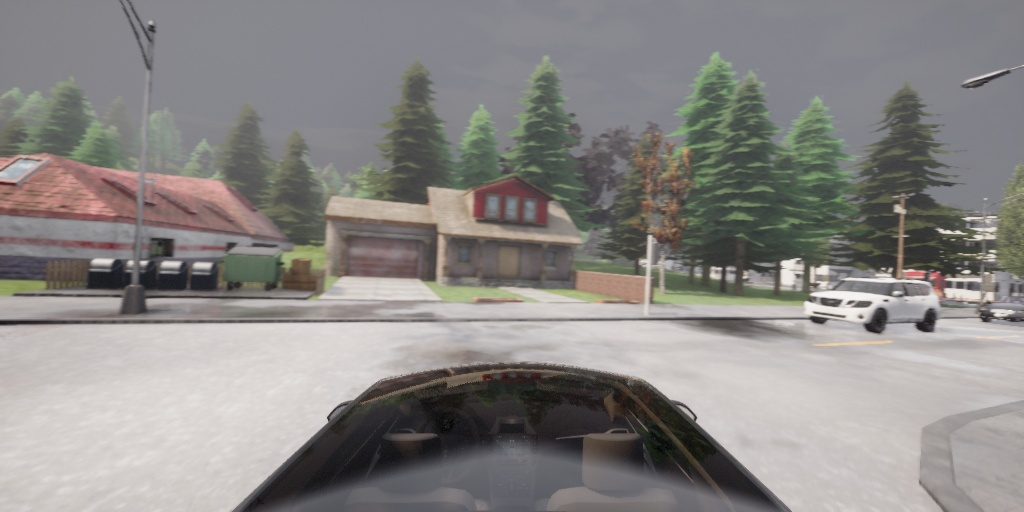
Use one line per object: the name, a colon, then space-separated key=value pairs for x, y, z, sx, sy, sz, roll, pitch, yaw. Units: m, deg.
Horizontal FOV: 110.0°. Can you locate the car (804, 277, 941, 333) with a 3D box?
car: x=14.804 y=1.911 z=14.701 sx=5.566 sy=2.045 sz=2.150 roll=3 pitch=-1 yaw=-19

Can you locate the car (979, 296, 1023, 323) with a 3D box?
car: x=27.222 y=2.903 z=19.075 sx=4.902 sy=1.511 sz=2.128 roll=3 pitch=-1 yaw=-20
